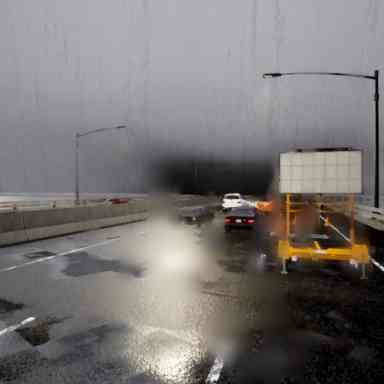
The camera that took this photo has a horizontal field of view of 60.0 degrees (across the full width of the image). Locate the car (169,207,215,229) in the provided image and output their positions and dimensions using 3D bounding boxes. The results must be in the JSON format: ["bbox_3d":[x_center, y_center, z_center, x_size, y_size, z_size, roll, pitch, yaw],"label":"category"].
[{"bbox_3d":[0.152,1.606,21.754,1.895,1.301,4.718,0,0,17],"label":"car"}]

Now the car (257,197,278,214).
[{"bbox_3d":[8.158,1.362,36.071,2.097,1.767,4.553,0,0,17],"label":"car"}]

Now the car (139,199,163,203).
[{"bbox_3d":[-4.693,1.573,42.592,1.994,1.385,4.181,0,0,17],"label":"car"}]

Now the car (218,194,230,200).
[{"bbox_3d":[7.812,1.199,81.873,1.882,1.535,5.008,0,0,18],"label":"car"}]

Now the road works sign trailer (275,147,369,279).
[{"bbox_3d":[3.909,0.468,10.245,2.380,3.560,2.880,0,0,17],"label":"road works sign trailer"}]

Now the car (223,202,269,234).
[{"bbox_3d":[3.146,1.552,19.561,2.033,1.411,5.357,0,0,17],"label":"car"}]

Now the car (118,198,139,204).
[{"bbox_3d":[-7.621,1.610,44.985,1.895,1.301,4.718,0,0,17],"label":"car"}]

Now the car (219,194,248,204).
[{"bbox_3d":[4.935,1.231,37.506,2.150,2.045,5.566,0,0,17],"label":"car"}]

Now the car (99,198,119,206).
[{"bbox_3d":[-10.941,1.535,46.085,1.812,1.442,4.674,0,0,17],"label":"car"}]
